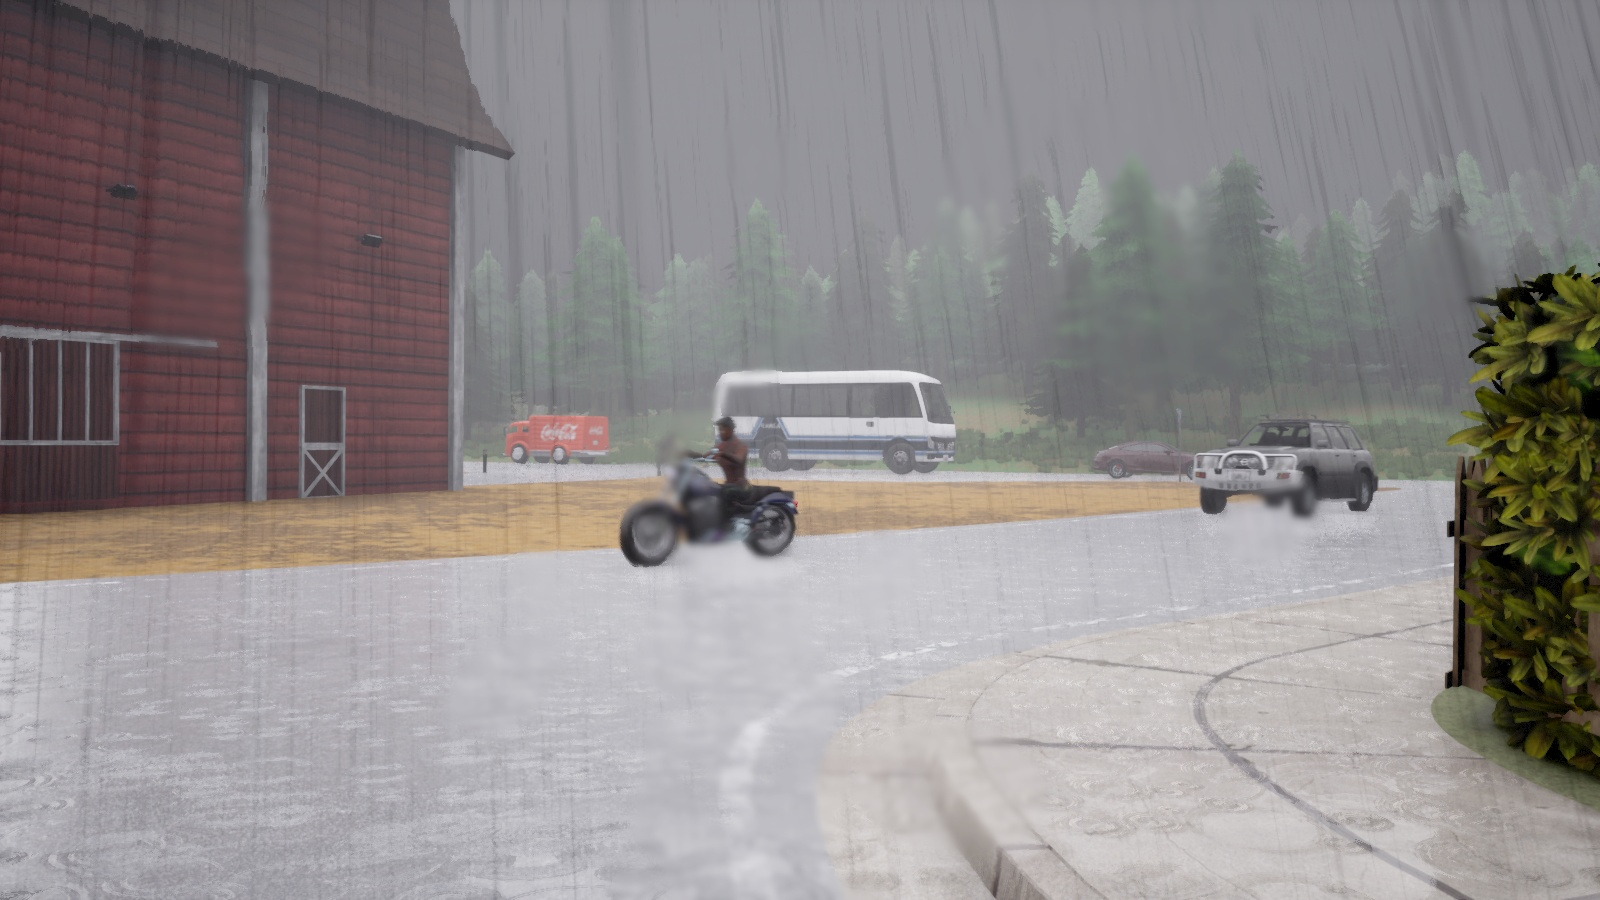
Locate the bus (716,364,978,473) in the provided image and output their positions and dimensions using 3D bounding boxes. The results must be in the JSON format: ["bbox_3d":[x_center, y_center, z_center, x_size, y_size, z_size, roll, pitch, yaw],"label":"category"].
[{"bbox_3d":[1.927,-1.214,52.817,10.273,4.253,3.944,0,1,26],"label":"bus"}]

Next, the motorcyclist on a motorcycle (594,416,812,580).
[{"bbox_3d":[-1.015,0.468,13.724,2.350,1.649,0.766,-1,1,-40],"label":"motorcyclist on a motorcycle"}]

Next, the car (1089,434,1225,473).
[{"bbox_3d":[13.419,0.126,47.281,4.674,1.442,1.812,0,1,26],"label":"car"}]

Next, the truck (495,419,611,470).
[{"bbox_3d":[-12.516,-0.278,63.695,5.204,2.467,2.627,0,1,26],"label":"truck"}]

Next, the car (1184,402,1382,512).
[{"bbox_3d":[9.143,0.111,23.545,1.932,1.855,4.605,0,0,42],"label":"car"}]
